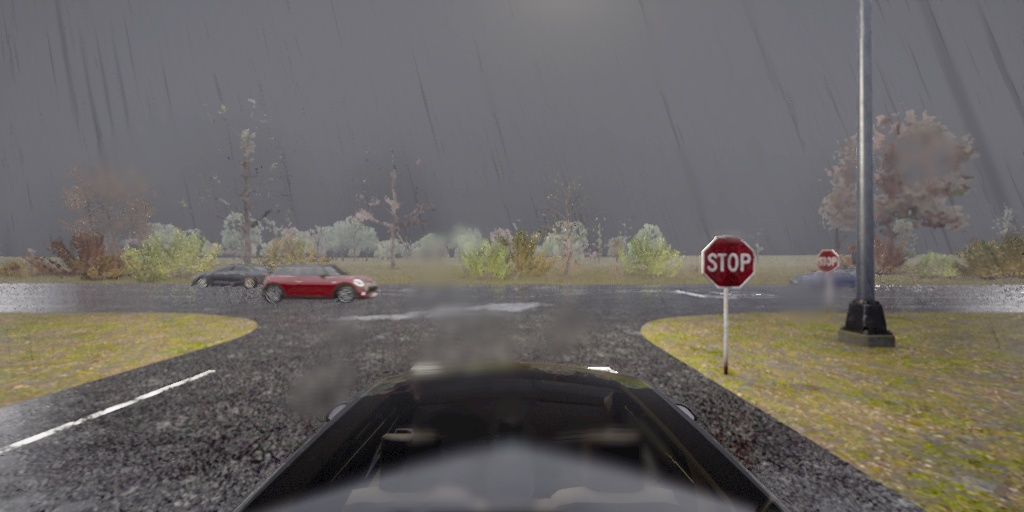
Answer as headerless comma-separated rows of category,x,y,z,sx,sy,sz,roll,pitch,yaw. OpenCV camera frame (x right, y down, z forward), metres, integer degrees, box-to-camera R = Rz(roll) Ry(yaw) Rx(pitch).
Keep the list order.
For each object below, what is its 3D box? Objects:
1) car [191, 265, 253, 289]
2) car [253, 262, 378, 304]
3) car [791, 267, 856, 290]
car,-17.507,1.292,22.851,4.892,1.490,1.837,0,0,-2
car,-8.462,1.144,16.102,4.553,1.767,2.097,0,0,-1
car,21.287,1.493,23.877,4.674,1.442,1.812,-1,0,-2
